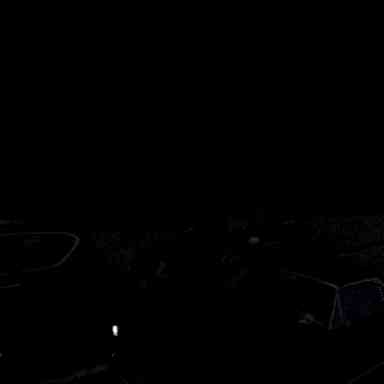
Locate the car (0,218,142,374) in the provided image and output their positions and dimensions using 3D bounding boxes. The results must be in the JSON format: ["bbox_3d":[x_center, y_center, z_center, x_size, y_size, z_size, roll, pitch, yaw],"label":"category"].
[{"bbox_3d":[-3.417,1.312,4.094,5.009,1.841,2.192,0,0,-35],"label":"car"}]

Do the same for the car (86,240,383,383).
[{"bbox_3d":[1.320,1.620,4.314,4.718,1.301,1.895,0,0,-35],"label":"car"}]

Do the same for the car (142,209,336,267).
[{"bbox_3d":[1.180,1.342,7.362,5.009,1.841,2.192,0,0,-35],"label":"car"}]
